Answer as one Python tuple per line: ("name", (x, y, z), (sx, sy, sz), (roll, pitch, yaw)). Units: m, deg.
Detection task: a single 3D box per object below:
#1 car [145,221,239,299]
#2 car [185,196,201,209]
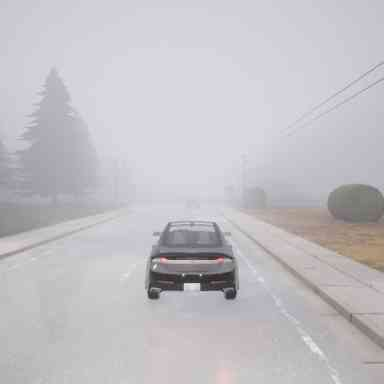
("car", (0.002, 1.466, 8.348), (2.128, 1.511, 4.902), (0, 0, 0))
("car", (0.083, 1.342, 42.899), (1.837, 1.490, 4.892), (0, 0, 0))
